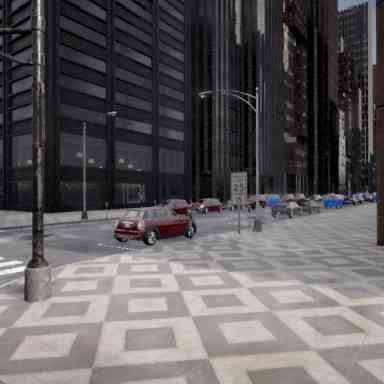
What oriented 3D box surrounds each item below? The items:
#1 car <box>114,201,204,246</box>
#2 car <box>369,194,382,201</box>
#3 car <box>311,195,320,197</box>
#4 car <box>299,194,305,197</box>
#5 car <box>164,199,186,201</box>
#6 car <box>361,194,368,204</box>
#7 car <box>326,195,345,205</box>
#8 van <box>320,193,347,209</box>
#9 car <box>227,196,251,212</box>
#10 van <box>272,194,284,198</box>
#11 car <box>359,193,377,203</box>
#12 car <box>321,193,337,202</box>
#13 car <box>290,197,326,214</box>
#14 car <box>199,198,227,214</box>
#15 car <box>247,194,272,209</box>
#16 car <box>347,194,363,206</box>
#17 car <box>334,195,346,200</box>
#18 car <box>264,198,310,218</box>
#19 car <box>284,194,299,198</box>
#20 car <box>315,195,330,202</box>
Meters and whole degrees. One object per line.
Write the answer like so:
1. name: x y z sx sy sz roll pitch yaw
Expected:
1. car: -1.510 1.393 15.233 1.967 1.590 4.097 0 0 36
2. car: 41.073 1.250 74.425 1.967 1.590 4.097 0 0 36
3. car: 24.317 1.307 65.731 1.967 1.590 4.097 0 0 36
4. car: 17.764 1.201 56.623 2.192 1.841 5.009 0 0 36
5. car: -1.890 1.397 29.302 1.967 1.590 4.097 0 0 36
6. car: 27.971 1.411 56.212 1.947 1.339 4.313 0 0 36
7. car: 23.798 1.339 54.970 1.882 1.535 5.008 0 0 36
8. van: 18.143 1.218 42.552 1.690 1.788 3.998 0 0 36
9. car: 4.662 1.482 38.410 2.008 1.369 4.403 0 0 36
10. van: 11.213 1.249 47.516 1.690 1.788 3.998 0 0 36
11. car: 34.522 1.372 65.318 1.887 1.381 4.507 0 0 36
12. car: 30.868 1.164 74.838 2.192 1.841 5.009 0 0 36
13. car: 11.593 1.466 33.445 1.947 1.339 4.313 0 0 36
14. car: 1.386 1.384 33.856 1.967 1.590 4.097 0 0 36
15. car: 7.937 1.234 42.963 2.192 1.841 5.009 0 0 36
16. car: 24.695 1.421 51.658 1.947 1.339 4.313 0 0 36
17. car: 37.420 1.399 83.945 1.947 1.339 4.313 0 0 36
18. car: 8.317 1.464 28.892 2.008 1.369 4.403 0 0 36
19. car: 14.489 1.211 52.070 2.192 1.841 5.009 0 0 36
20. car: 27.593 1.408 70.285 2.008 1.369 4.403 0 0 36
